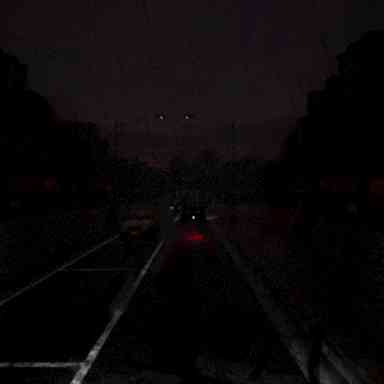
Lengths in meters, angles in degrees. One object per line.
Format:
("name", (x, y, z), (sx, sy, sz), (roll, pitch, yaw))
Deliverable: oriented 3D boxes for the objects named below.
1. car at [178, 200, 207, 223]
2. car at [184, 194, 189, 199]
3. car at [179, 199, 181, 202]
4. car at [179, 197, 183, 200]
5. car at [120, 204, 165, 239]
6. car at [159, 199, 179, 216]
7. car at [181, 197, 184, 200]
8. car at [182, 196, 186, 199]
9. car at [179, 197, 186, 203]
("car", (0.108, 1.602, 26.321), (1.837, 1.490, 4.892), (0, -1, 0))
("car", (-2.633, 2.098, 88.168), (1.967, 1.590, 4.097), (-2, -1, 0))
("car", (-2.641, 1.771, 39.597), (1.802, 1.307, 4.206), (-1, 0, 0))
("car", (-2.643, 1.783, 45.049), (2.008, 1.369, 4.403), (-2, 0, 0))
("car", (-2.651, 1.579, 17.643), (1.752, 1.417, 4.829), (-1, 0, 0))
("car", (-2.649, 1.589, 34.155), (1.967, 1.590, 4.097), (-2, 0, 0))
("car", (-2.641, 1.829, 50.498), (2.008, 1.369, 4.403), (-2, 0, 0))
("car", (-2.637, 1.960, 61.391), (1.802, 1.307, 4.206), (-2, -1, 0))
("car", (-2.628, 2.237, 93.534), (1.752, 1.417, 4.829), (-2, -1, 0))
